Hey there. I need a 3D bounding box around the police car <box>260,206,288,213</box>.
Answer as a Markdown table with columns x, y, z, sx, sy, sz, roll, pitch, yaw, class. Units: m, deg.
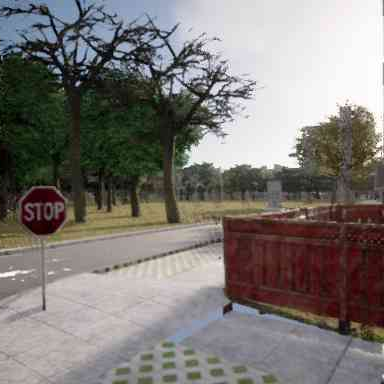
| x | y | z | sx | sy | sz | roll | pitch | yaw | class |
| --- | --- | --- | --- | --- | --- | --- | --- | --- | --- |
| 9.248 | 2.162 | 37.744 | 2.038 | 1.542 | 4.974 | -3 | -2 | 34 | police car |
